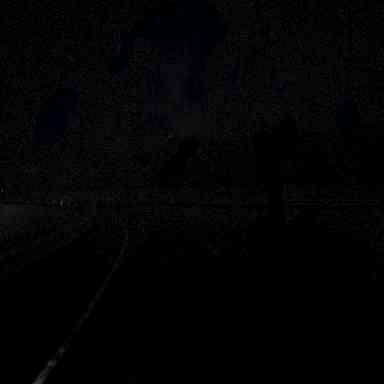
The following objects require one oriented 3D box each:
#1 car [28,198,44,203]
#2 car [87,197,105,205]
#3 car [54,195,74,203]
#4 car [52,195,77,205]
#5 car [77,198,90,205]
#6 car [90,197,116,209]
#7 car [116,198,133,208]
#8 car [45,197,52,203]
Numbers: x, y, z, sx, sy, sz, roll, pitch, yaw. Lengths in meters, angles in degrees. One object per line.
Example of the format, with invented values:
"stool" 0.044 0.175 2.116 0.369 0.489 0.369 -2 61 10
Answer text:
"car" -37.038 2.100 77.967 4.718 1.301 1.895 -1 0 39
"car" -20.699 1.908 71.851 1.812 1.442 4.674 0 0 -42
"car" -32.042 1.717 82.892 5.566 2.045 2.150 -1 0 39
"car" -25.635 1.936 66.857 2.033 1.411 5.357 0 0 -42
"car" -23.581 1.919 69.839 2.128 1.511 4.902 0 0 -42
"car" -13.353 1.766 49.558 1.837 1.490 4.892 0 0 -30
"car" -10.809 1.745 52.160 2.128 1.511 4.902 0 0 -30
"car" -34.706 2.024 80.578 4.674 1.442 1.812 -1 0 39
